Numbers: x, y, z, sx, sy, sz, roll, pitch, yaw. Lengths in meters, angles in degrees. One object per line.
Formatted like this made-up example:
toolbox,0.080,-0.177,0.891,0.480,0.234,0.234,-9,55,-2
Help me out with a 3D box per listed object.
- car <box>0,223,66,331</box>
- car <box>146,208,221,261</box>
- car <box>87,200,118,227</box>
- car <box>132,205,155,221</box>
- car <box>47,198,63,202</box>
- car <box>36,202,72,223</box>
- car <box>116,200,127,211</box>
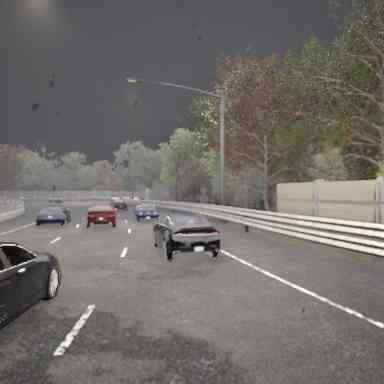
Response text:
car,-3.754,1.542,5.541,1.837,1.490,4.892,0,0,-3
car,-0.356,1.574,12.764,2.128,1.511,4.902,0,0,-14
car,-6.553,1.634,24.309,1.882,1.535,5.008,0,0,-13
car,-4.153,1.788,29.187,1.895,1.301,4.718,0,0,-15
car,-32.493,2.103,78.496,4.718,1.301,1.895,0,0,43
car,-10.329,1.727,25.077,1.994,1.385,4.181,0,0,-13
car,-10.303,1.772,45.923,1.882,1.535,5.008,0,0,-24
